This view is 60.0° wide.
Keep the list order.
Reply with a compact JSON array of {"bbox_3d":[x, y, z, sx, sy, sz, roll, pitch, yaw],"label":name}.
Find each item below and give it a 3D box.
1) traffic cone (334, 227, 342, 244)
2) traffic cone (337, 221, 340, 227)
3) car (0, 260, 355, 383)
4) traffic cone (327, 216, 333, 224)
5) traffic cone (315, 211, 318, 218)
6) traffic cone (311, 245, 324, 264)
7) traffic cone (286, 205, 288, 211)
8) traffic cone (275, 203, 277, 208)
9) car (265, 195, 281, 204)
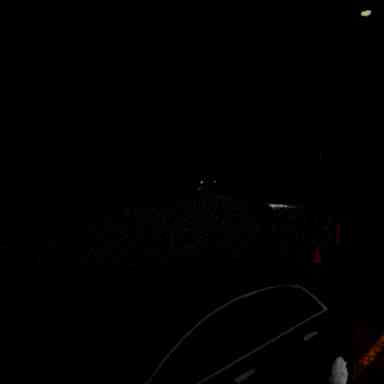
[{"bbox_3d":[6.520,2.008,14.838,0.340,0.580,0.340,0,0,28],"label":"traffic cone"},{"bbox_3d":[8.423,1.978,19.088,0.340,0.580,0.340,0,0,21],"label":"traffic cone"},{"bbox_3d":[-0.166,1.533,3.072,4.892,1.490,1.837,1,0,-43],"label":"car"},{"bbox_3d":[9.776,1.946,23.543,0.340,0.580,0.340,0,0,13],"label":"traffic cone"},{"bbox_3d":[10.557,1.911,28.134,0.340,0.580,0.340,0,0,6],"label":"traffic cone"},{"bbox_3d":[4.098,2.026,10.863,0.340,0.580,0.340,0,0,35],"label":"traffic cone"},{"bbox_3d":[10.769,1.823,37.846,0.340,0.580,0.340,0,1,0],"label":"traffic cone"},{"bbox_3d":[10.775,1.773,42.846,0.340,0.580,0.340,0,1,0],"label":"traffic cone"},{"bbox_3d":[12.957,1.187,53.817,2.128,1.511,4.902,0,1,0],"label":"car"}]
